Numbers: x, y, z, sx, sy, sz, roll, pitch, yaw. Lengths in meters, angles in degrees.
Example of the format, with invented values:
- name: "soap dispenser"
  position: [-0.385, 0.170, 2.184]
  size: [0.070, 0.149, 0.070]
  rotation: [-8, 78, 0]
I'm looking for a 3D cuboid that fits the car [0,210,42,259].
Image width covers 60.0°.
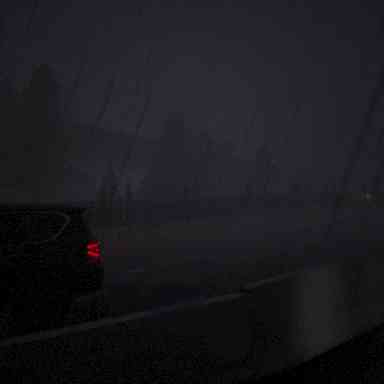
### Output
- name: "car"
  position: [-7.917, 1.508, 11.241]
  size: [4.892, 1.490, 1.837]
  rotation: [0, 0, -35]

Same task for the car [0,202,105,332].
- name: "car"
  position: [-4.224, 1.226, 5.290]
  size: [5.566, 2.045, 2.150]
  rotation: [0, 0, -35]
